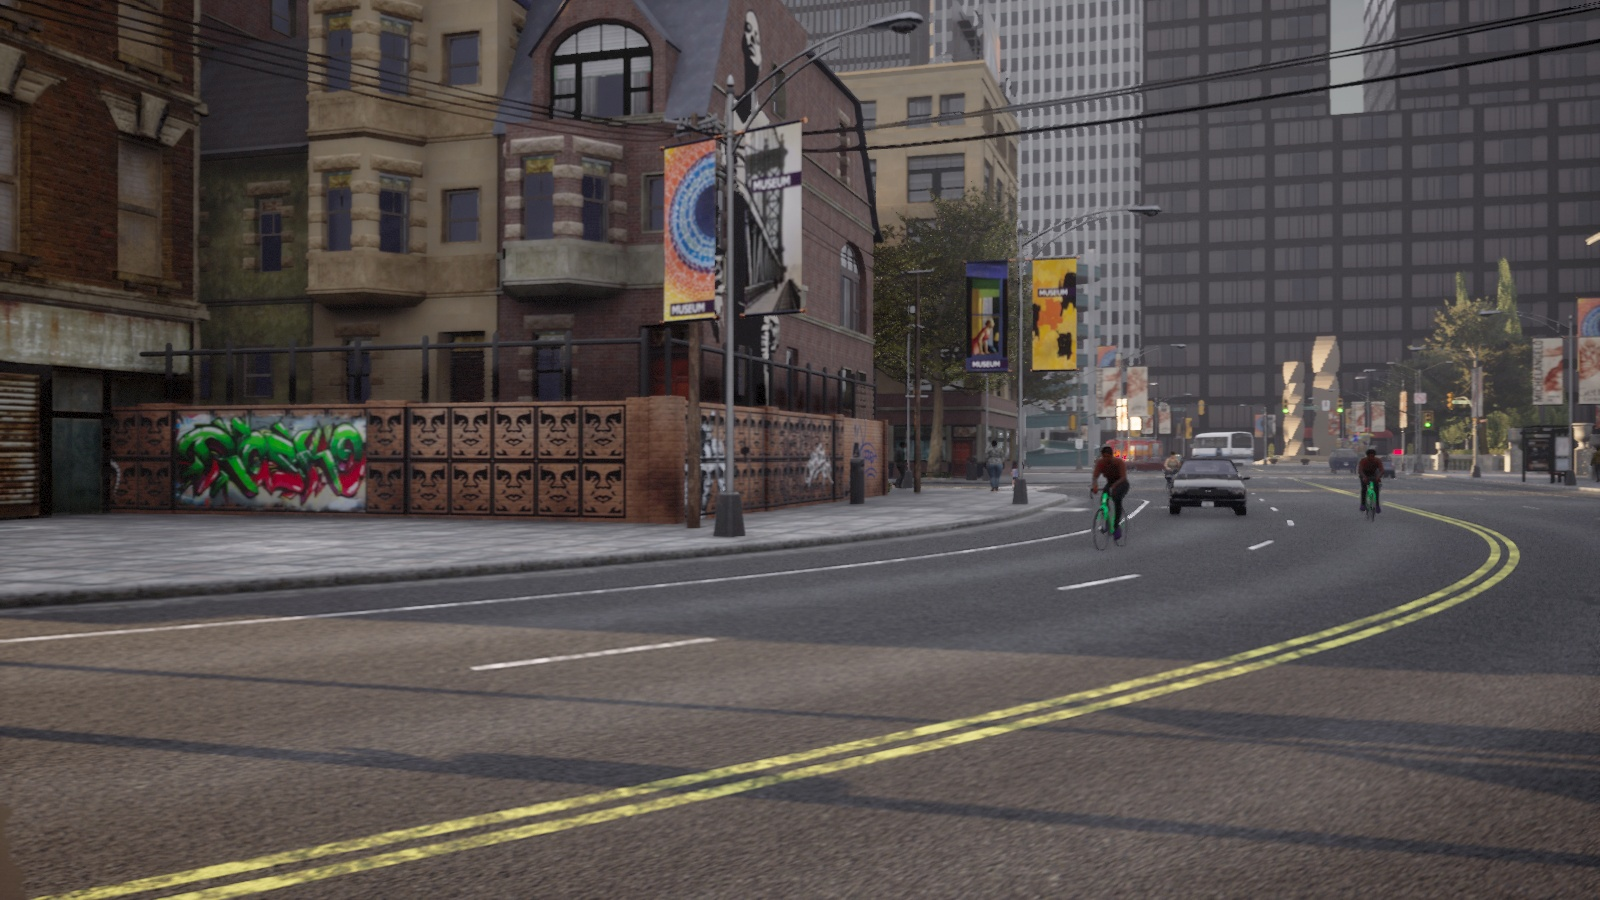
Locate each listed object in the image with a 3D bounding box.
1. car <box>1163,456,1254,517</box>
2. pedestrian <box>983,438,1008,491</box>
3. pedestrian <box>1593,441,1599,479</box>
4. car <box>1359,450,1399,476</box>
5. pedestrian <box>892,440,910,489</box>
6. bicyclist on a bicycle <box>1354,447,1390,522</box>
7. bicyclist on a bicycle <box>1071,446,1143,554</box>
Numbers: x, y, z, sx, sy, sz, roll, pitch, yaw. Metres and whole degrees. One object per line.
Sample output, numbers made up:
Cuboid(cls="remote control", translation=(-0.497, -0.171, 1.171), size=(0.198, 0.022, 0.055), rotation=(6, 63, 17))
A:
Cuboid(cls="car", translation=(10.453, 0.864, 32.187), size=(2.033, 1.411, 5.357), rotation=(0, 0, 18))
Cuboid(cls="pedestrian", translation=(6.966, 0.520, 44.751), size=(0.874, 1.855, 0.900), rotation=(0, 0, 8))
Cuboid(cls="pedestrian", translation=(38.711, 0.488, 60.714), size=(0.370, 1.835, 0.726), rotation=(0, 0, 10))
Cuboid(cls="car", translation=(36.825, 0.793, 79.995), size=(1.851, 1.617, 3.988), rotation=(0, 0, 18))
Cuboid(cls="pedestrian", translation=(3.817, 0.536, 47.320), size=(0.614, 1.847, 0.353), rotation=(0, 0, -10))
Cuboid(cls="bicyclist on a bicycle", translation=(12.719, 0.751, 27.945), size=(0.582, 1.620, 1.656), rotation=(0, 0, 19))
Cuboid(cls="bicyclist on a bicycle", translation=(4.813, 0.745, 19.611), size=(0.582, 1.620, 1.656), rotation=(-1, 0, 32))
